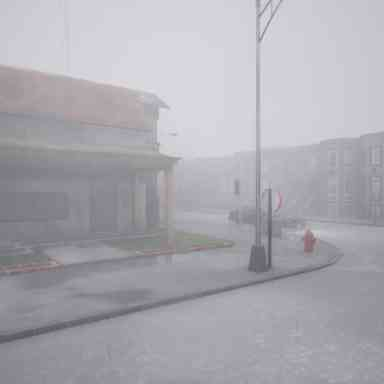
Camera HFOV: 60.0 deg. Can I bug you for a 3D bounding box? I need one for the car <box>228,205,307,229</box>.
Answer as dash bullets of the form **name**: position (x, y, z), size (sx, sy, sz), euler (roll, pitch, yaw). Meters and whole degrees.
- **car**: position (4.600, 1.547, 21.269), size (2.033, 1.411, 5.357), euler (0, 0, -35)
